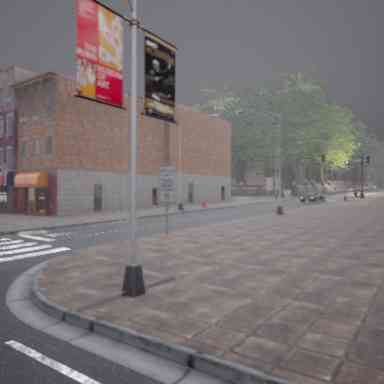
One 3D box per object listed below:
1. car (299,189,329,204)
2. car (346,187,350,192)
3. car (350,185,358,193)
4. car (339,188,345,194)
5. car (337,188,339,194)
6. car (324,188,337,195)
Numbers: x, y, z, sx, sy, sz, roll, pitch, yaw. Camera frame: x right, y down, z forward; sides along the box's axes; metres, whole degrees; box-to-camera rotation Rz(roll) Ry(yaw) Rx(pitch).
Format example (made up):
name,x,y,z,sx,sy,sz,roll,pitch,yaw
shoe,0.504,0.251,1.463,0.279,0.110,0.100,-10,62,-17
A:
name,x,y,z,sx,sy,sz,roll,pitch,yaw
car,14.481,0.659,39.786,1.895,1.301,4.718,0,1,37
car,34.151,-0.311,76.418,1.947,1.339,4.313,2,2,36
car,40.484,-0.522,85.288,1.802,1.307,4.206,2,2,36
car,30.985,-0.209,71.983,2.008,1.369,4.403,2,2,36
car,27.944,-0.122,67.813,1.752,1.417,4.829,2,2,36
car,26.817,-0.053,66.194,2.008,1.369,4.403,2,2,36
